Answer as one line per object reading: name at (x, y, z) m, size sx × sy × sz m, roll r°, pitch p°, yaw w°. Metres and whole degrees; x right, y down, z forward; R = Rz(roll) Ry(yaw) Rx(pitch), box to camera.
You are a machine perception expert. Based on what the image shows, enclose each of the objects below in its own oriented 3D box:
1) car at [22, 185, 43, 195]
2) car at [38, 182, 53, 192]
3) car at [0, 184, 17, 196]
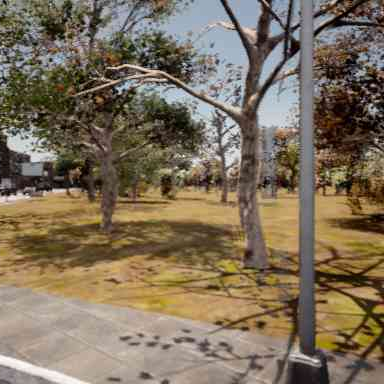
car at (-29.107, -0.106, 60.206) m, size 1.895 × 1.301 × 4.718 m, roll 0°, pitch 2°, yaw -11°
car at (-31.013, -0.999, 70.006) m, size 2.150 × 2.045 × 5.566 m, roll 0°, pitch 2°, yaw -11°
car at (-31.812, -0.370, 57.042) m, size 2.150 × 2.045 × 5.566 m, roll 0°, pitch 3°, yaw -11°
